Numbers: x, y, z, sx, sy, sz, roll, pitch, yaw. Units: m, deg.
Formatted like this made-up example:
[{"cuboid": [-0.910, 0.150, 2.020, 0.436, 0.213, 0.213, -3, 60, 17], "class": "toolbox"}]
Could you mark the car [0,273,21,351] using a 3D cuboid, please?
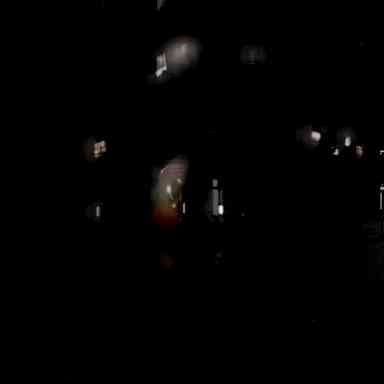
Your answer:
[{"cuboid": [-4.338, 1.559, 3.599, 4.403, 1.369, 2.008, 0, 1, -35], "class": "car"}]
